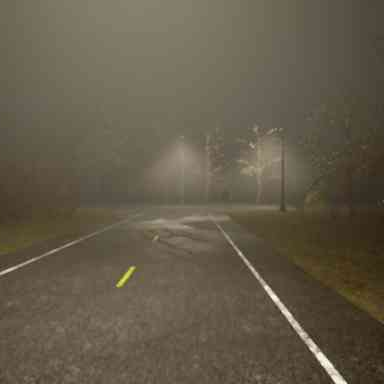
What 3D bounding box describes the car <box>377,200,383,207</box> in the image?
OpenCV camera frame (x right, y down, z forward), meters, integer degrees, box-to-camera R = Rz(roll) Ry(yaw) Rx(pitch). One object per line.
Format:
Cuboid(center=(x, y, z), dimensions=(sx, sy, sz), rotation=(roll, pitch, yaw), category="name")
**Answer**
Cuboid(center=(31.797, 1.482, 52.433), dimensions=(4.553, 1.767, 2.097), rotation=(1, 0, 0), category="car")
